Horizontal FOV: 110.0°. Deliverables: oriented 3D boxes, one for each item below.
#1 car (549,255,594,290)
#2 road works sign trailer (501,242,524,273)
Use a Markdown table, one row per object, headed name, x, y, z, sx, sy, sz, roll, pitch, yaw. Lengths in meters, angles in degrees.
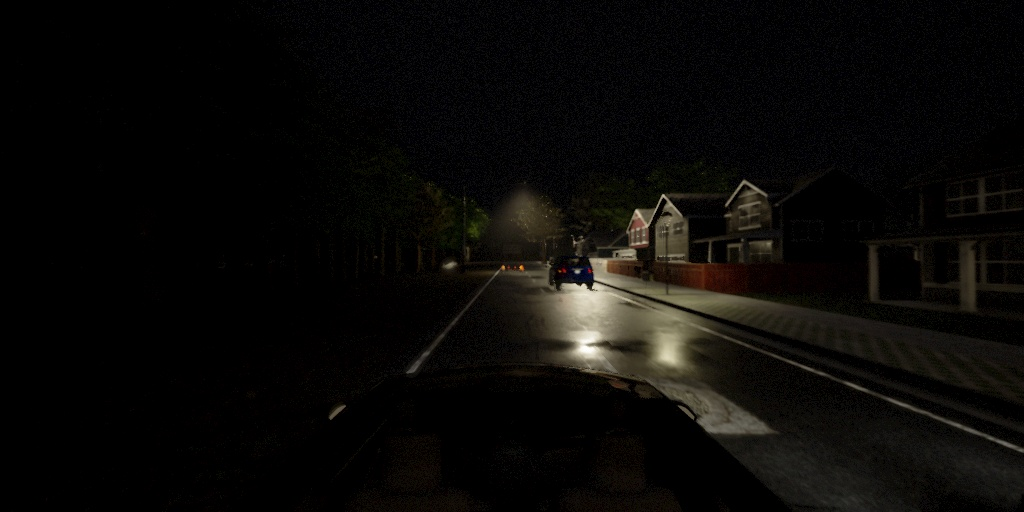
| name | x | y | z | sx | sy | sz | roll | pitch | yaw |
| --- | --- | --- | --- | --- | --- | --- | --- | --- | --- |
| car | 3.602 | 0.970 | 22.402 | 2.150 | 2.045 | 5.566 | 0 | 0 | 0 |
| road works sign trailer | 0.006 | 0.200 | 42.226 | 2.380 | 3.560 | 2.880 | 0 | 0 | 0 |
